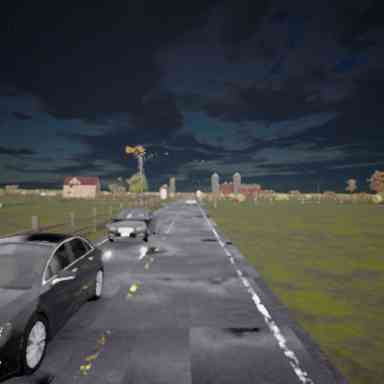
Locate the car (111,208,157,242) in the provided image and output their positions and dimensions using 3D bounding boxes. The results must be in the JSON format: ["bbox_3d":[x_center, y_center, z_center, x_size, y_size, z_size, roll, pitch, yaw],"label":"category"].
[{"bbox_3d":[-2.874,1.582,16.847,2.128,1.511,4.902,0,0,0],"label":"car"}]

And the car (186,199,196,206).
[{"bbox_3d":[-0.159,1.892,62.267,1.895,1.301,4.718,0,0,0],"label":"car"}]

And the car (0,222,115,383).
[{"bbox_3d":[-2.860,1.539,5.674,1.837,1.490,4.892,0,0,0],"label":"car"}]
